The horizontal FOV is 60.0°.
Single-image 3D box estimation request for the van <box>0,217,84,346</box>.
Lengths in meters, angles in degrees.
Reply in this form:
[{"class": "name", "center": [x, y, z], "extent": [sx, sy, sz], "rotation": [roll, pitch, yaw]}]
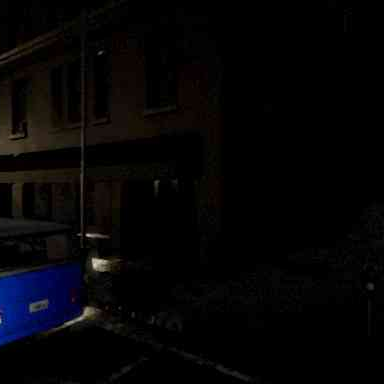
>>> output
[{"class": "van", "center": [-3.602, 1.322, 5.649], "extent": [3.998, 1.788, 1.690], "rotation": [0, 0, 36]}]
